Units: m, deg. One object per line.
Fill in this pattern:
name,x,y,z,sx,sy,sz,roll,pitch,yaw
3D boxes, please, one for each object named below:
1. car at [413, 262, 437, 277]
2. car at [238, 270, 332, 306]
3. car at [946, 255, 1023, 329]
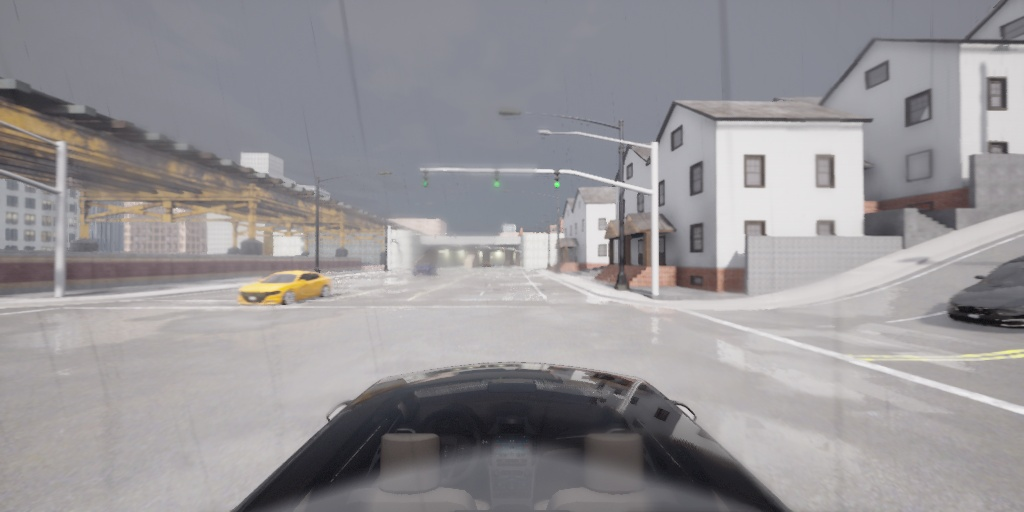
car,-10.523,1.527,43.621,2.097,1.767,4.553,0,-1,0
car,-10.506,1.456,17.041,1.882,1.535,5.008,0,0,0
car,14.577,0.715,9.627,4.892,1.490,1.837,-16,0,-1
